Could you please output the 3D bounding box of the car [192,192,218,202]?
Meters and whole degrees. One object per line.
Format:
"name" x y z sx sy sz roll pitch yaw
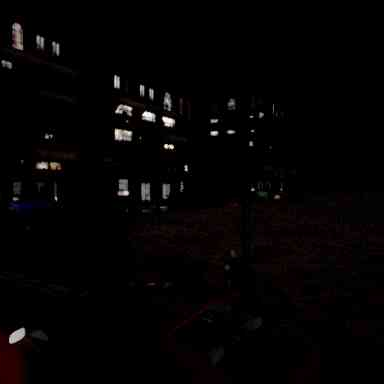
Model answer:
"car" 2.074 0.810 51.564 2.008 1.369 4.403 2 2 35

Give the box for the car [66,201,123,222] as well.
"car" -6.933 1.330 23.916 1.947 1.339 4.313 2 2 35

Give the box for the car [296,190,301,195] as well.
"car" 27.496 0.117 88.149 1.887 1.381 4.507 2 2 35

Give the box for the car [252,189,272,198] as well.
"car" 14.788 0.230 69.851 2.192 1.841 5.009 2 2 35

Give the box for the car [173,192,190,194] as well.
"car" -1.630 0.793 41.696 2.097 1.767 4.553 1 1 35

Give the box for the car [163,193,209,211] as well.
"car" -0.578 1.134 33.061 1.887 1.381 4.507 2 2 35

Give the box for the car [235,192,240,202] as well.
"car" 7.173 0.896 48.872 1.895 1.301 4.718 1 1 35

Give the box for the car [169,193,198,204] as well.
"car" -1.104 0.912 46.991 1.947 1.339 4.313 2 2 35

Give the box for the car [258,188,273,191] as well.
"car" 12.915 0.359 57.209 2.150 2.045 5.566 1 1 35

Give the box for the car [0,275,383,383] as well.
"car" -0.564 1.545 3.270 4.507 1.381 1.887 0 0 36

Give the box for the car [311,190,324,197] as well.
"car" 28.703 0.260 75.797 1.882 1.535 5.008 1 1 35

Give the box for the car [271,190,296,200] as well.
"car" 15.409 0.677 56.068 1.752 1.417 4.829 2 2 35

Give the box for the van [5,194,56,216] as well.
"van" -13.813 1.038 28.692 1.690 1.788 3.998 2 2 35

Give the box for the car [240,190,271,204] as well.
"car" 8.956 0.878 46.782 2.008 1.369 4.403 2 2 35

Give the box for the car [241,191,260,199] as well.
"car" 11.511 0.528 65.143 1.752 1.417 4.829 2 2 35

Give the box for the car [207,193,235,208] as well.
"car" 2.600 1.052 37.635 2.008 1.369 4.403 2 2 35

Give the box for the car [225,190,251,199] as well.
"car" 7.583 0.385 54.792 2.033 1.411 5.357 1 1 35
